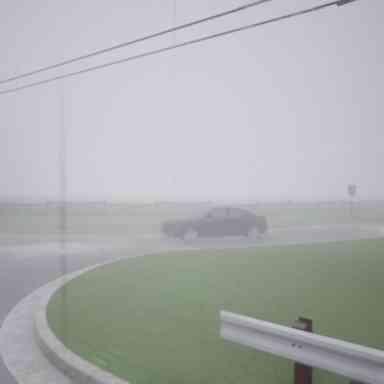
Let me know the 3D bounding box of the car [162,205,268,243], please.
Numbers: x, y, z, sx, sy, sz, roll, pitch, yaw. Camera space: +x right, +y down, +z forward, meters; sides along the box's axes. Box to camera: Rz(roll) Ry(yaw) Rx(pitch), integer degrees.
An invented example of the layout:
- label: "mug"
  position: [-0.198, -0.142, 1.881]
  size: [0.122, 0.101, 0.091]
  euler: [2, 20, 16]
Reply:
- label: "car"
  position: [1.088, 1.371, 15.405]
  size: [5.008, 1.535, 1.882]
  euler: [1, 0, -21]
